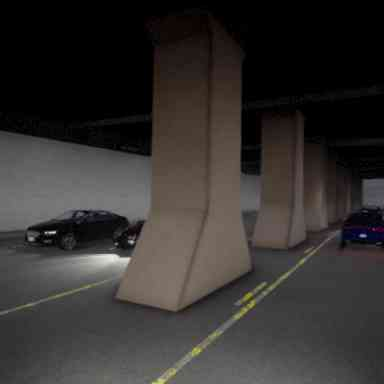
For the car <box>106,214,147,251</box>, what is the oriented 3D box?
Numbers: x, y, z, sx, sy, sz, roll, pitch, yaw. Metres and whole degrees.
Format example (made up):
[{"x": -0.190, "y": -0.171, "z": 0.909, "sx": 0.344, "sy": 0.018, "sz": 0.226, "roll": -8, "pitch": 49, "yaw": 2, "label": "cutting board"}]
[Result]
[{"x": -1.210, "y": 1.649, "z": 13.711, "sx": 1.994, "sy": 1.385, "sz": 4.181, "roll": 1, "pitch": -1, "yaw": 29, "label": "car"}]

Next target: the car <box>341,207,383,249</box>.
[{"x": 8.476, "y": 1.748, "z": 16.288, "sx": 1.882, "sy": 1.535, "sz": 5.008, "roll": 1, "pitch": 0, "yaw": 29, "label": "car"}]

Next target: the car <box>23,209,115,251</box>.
[{"x": -4.779, "y": 1.521, "z": 14.497, "sx": 2.128, "sy": 1.511, "sz": 4.902, "roll": 1, "pitch": 0, "yaw": 29, "label": "car"}]

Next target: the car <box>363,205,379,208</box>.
[{"x": 17.261, "y": 2.035, "z": 32.040, "sx": 2.128, "sy": 1.511, "sz": 4.902, "roll": 1, "pitch": 0, "yaw": 29, "label": "car"}]
